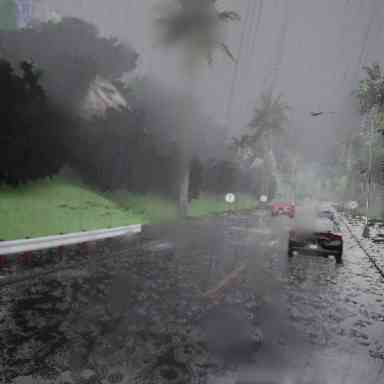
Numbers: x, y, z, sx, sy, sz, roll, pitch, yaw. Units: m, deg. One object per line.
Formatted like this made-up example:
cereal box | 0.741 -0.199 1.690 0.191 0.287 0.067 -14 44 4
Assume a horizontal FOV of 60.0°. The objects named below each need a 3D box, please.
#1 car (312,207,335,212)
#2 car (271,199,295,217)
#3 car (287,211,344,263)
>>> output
car | 13.172 2.261 33.394 2.128 1.511 4.902 3 0 22
car | 10.499 1.839 37.905 2.150 2.045 5.566 3 0 22
car | 5.111 1.775 13.648 1.882 1.535 5.008 3 0 23
